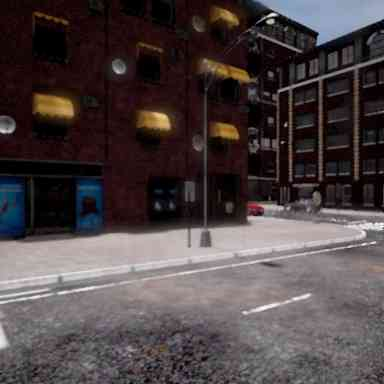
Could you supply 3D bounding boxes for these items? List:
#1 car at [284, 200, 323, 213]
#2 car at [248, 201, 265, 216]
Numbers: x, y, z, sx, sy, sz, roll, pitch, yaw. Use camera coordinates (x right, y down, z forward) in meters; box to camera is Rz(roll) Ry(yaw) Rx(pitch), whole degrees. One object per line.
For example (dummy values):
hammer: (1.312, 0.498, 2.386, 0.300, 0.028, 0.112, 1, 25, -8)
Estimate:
car: (12.053, 1.501, 36.161, 2.008, 1.369, 4.403, 1, 0, -36)
car: (4.896, 1.488, 31.676, 1.887, 1.381, 4.507, 1, 0, -36)
